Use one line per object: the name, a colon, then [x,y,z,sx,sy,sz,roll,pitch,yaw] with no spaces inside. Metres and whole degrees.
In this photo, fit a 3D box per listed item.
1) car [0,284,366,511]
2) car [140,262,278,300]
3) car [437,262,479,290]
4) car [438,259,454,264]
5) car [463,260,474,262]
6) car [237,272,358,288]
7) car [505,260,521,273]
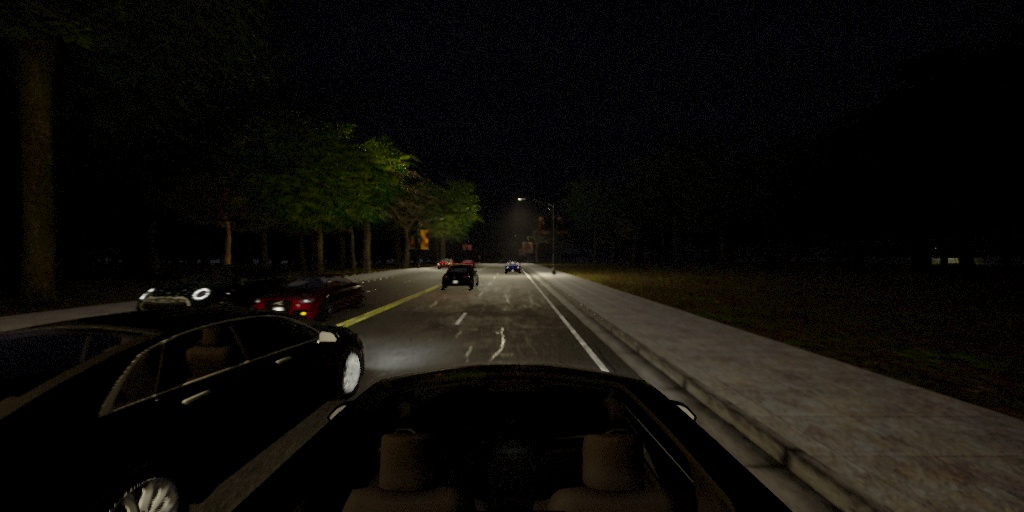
car: [-3.150,1.255,3.548,1.837,1.490,4.892,0,0,0]
car: [-9.850,1.102,12.336,2.097,1.767,4.553,0,0,0]
car: [-3.152,1.278,22.247,1.812,1.442,4.674,0,0,0]
car: [-9.822,1.176,53.793,2.097,1.767,4.553,0,0,0]
car: [-6.572,1.300,53.601,1.882,1.535,5.008,0,0,0]
car: [-6.601,1.314,12.105,1.994,1.385,4.181,0,0,0]
car: [0.095,1.390,43.633,1.895,1.301,4.718,0,0,0]
